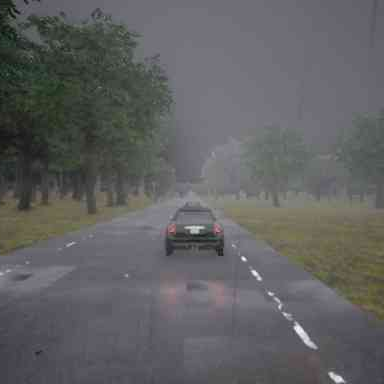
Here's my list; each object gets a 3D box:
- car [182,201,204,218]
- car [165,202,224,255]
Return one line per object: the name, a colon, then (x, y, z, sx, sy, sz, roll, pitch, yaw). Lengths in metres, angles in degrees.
car: (0.090, 1.628, 31.840, 1.994, 1.385, 4.181, 0, 0, 0)
car: (0.095, 1.370, 13.572, 2.097, 1.767, 4.553, 0, 0, 0)
